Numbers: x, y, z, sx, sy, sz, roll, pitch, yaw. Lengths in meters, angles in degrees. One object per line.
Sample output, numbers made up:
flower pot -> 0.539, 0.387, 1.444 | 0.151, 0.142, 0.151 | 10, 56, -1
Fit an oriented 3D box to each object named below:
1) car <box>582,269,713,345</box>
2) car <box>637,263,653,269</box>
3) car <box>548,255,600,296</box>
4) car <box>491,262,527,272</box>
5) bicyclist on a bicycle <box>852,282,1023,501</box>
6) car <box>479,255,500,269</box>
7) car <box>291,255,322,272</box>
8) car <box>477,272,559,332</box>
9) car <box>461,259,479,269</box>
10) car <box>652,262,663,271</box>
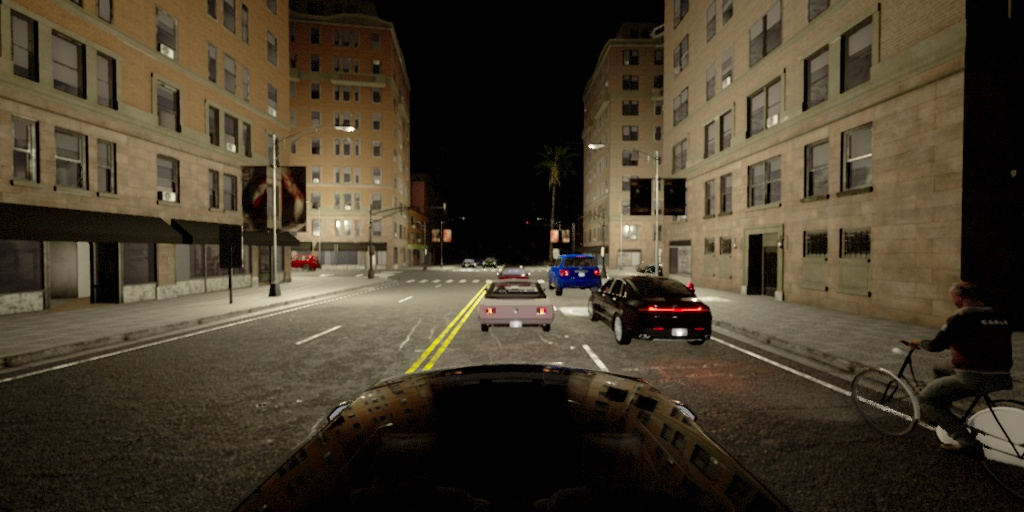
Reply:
car -> 3.303, 1.249, 9.464 | 1.837, 1.490, 4.892 | 0, 0, 0
car -> 16.217, 1.405, 40.205 | 4.181, 1.385, 1.994 | 0, 1, 0
car -> 3.246, 0.959, 19.373 | 2.150, 2.045, 5.566 | 0, 0, 0
car -> 0.096, 1.285, 20.378 | 2.033, 1.411, 5.357 | 0, 0, 0
bicyclist on a bicycle -> 4.144, 1.119, 3.462 | 0.659, 1.776, 1.843 | 0, 0, 0
car -> -3.348, 1.069, 54.815 | 2.097, 1.767, 4.553 | 0, 0, 0
car -> -23.903, 0.815, 39.744 | 5.009, 1.841, 2.192 | 0, 0, -9
car -> 0.099, 1.345, 10.809 | 1.895, 1.301, 4.718 | 0, 0, 0
car -> -6.597, 1.208, 55.200 | 2.128, 1.511, 4.902 | 0, 0, 0
car -> 16.201, 1.496, 34.259 | 4.313, 1.339, 1.948 | 0, 0, 0
